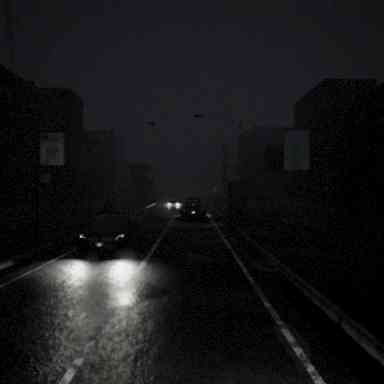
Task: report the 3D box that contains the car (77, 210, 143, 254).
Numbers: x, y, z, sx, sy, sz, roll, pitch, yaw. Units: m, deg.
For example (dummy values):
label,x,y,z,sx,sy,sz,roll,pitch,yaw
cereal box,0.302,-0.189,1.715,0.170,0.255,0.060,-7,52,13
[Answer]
label,x,y,z,sx,sy,sz,roll,pitch,yaw
car,-3.099,1.479,13.437,1.812,1.442,4.674,0,0,0

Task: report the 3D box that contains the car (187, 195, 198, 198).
label,x,y,z,sx,sy,sz,roll,pitch,yaw
car,0.106,1.193,42.614,1.837,1.490,4.892,0,1,0

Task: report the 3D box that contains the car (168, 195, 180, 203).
label,x,y,z,sx,sy,sz,roll,pitch,yaw
car,-3.045,1.138,56.652,1.895,1.301,4.718,0,1,1

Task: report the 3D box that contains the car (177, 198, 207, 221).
label,x,y,z,sx,sy,sz,roll,pitch,yaw
car,0.104,1.424,25.936,1.994,1.385,4.181,0,1,0
